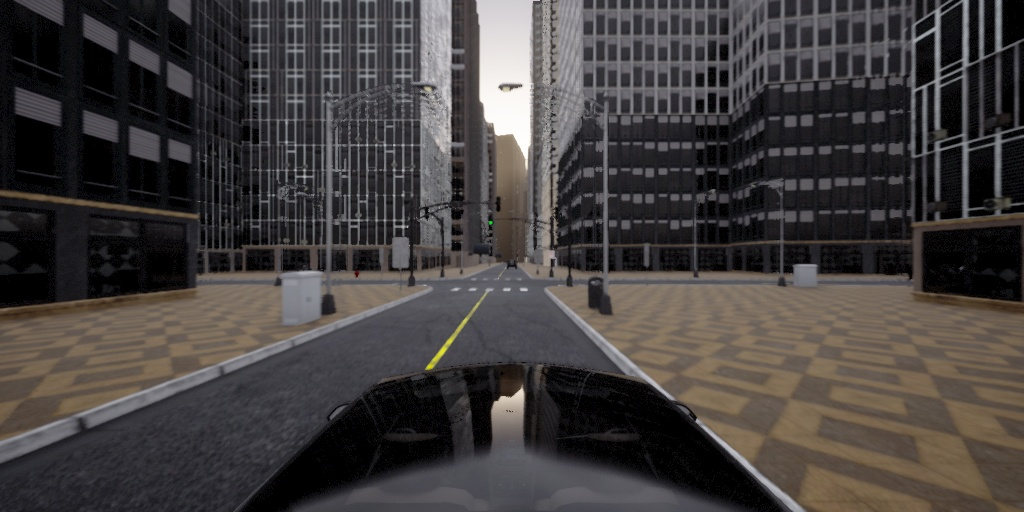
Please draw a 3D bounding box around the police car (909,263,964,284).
[{"bbox_3d":[35.364,1.352,28.831,5.238,1.638,1.930,0,0,8],"label":"police car"}]
